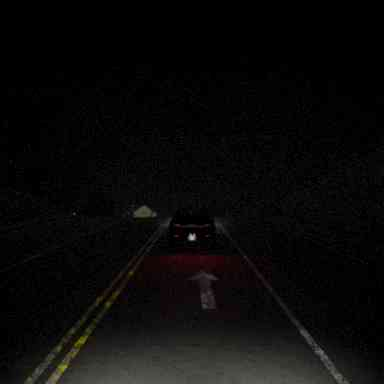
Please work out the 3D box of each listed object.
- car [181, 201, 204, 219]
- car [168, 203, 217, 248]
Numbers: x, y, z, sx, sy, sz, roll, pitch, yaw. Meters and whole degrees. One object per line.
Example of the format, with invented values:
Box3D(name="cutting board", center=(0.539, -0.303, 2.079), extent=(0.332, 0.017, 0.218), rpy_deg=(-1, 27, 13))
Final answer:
Box3D(name="car", center=(0.035, 1.685, 30.688), extent=(1.994, 1.385, 4.181), rpy_deg=(0, -7, 0))
Box3D(name="car", center=(0.021, 1.397, 14.253), extent=(2.128, 1.511, 4.902), rpy_deg=(0, 1, 0))
